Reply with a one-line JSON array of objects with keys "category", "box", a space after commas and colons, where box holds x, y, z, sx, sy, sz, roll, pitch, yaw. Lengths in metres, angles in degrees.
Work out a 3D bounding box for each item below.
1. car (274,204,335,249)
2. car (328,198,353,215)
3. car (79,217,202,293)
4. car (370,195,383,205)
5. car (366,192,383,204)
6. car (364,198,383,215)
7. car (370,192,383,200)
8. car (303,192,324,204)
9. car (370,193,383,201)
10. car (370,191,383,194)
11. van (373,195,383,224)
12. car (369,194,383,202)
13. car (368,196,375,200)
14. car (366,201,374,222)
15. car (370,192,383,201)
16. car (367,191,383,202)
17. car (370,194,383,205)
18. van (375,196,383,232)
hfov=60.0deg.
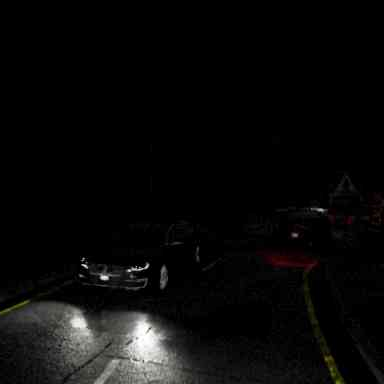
[{"category": "car", "box": [5.095, 1.519, 14.959, 1.882, 1.535, 5.008, 1, 0, 27]}, {"category": "car", "box": [15.686, 1.221, 34.999, 2.150, 2.045, 5.566, 1, 1, 28]}, {"category": "car", "box": [-1.074, 1.485, 9.043, 1.837, 1.490, 4.892, 0, 0, 17]}, {"category": "car", "box": [32.629, 1.354, 55.677, 4.674, 1.452, 2.002, 1, 1, 8]}, {"category": "car", "box": [34.035, 1.039, 58.299, 5.566, 2.045, 2.435, 1, 2, 8]}, {"category": "car", "box": [21.127, 1.519, 34.527, 5.366, 1.575, 1.946, 1, 1, 8]}, {"category": "car", "box": [45.455, 1.011, 79.465, 4.553, 1.767, 2.185, 1, 1, 8]}, {"category": "car", "box": [16.774, 1.082, 45.630, 2.150, 2.045, 5.566, 1, 1, 28]}, {"category": "car", "box": [41.133, 1.061, 71.549, 4.553, 1.767, 2.185, 1, 1, 8]}, {"category": "car", "box": [29.826, 1.238, 50.373, 4.553, 1.767, 2.185, 1, 1, 8]}, {"category": "van", "box": [13.035, 1.391, 18.555, 4.442, 1.987, 1.878, 1, 0, 8]}, {"category": "car", "box": [39.710, 1.236, 68.893, 4.792, 1.488, 2.163, 1, 1, 8]}, {"category": "car", "box": [19.720, 1.546, 31.876, 5.366, 1.575, 1.946, 1, 1, 8]}, {"category": "car", "box": [14.303, 1.625, 21.218, 5.008, 1.535, 2.097, 1, 1, 8]}, {"category": "car", "box": [42.553, 1.044, 74.193, 4.553, 1.767, 2.185, 1, 1, 8]}, {"category": "car", "box": [38.294, 0.975, 66.247, 5.566, 2.045, 2.435, 1, 1, 8]}, {"category": "car", "box": [31.245, 1.213, 53.018, 4.553, 1.767, 2.185, 1, 1, 8]}, {"category": "van", "box": [11.646, 1.379, 15.895, 4.442, 1.987, 1.878, 1, 0, 8]}]
